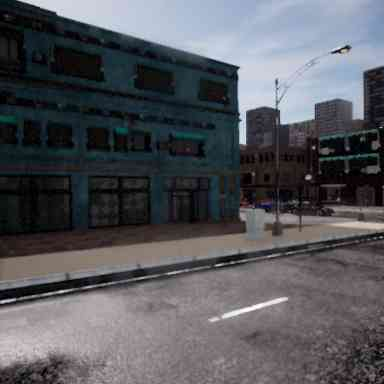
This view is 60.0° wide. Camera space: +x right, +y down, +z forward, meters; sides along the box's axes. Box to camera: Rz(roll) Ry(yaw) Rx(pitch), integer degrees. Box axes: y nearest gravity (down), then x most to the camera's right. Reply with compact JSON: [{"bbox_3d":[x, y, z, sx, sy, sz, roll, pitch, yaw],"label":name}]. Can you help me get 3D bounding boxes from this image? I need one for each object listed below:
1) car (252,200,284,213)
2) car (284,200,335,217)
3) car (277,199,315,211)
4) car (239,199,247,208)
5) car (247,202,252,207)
[{"bbox_3d":[9.717,1.766,39.809,1.994,1.385,4.181,-1,0,-35],"label":"car"},{"bbox_3d":[11.652,1.722,32.392,1.947,1.339,4.313,-2,0,-35],"label":"car"},{"bbox_3d":[13.743,1.690,44.119,2.008,1.369,4.403,-2,0,-35],"label":"car"},{"bbox_3d":[7.328,1.846,53.140,1.802,1.307,4.206,-2,0,-35],"label":"car"},{"bbox_3d":[10.535,1.784,48.630,1.802,1.307,4.206,-2,0,-35],"label":"car"}]
